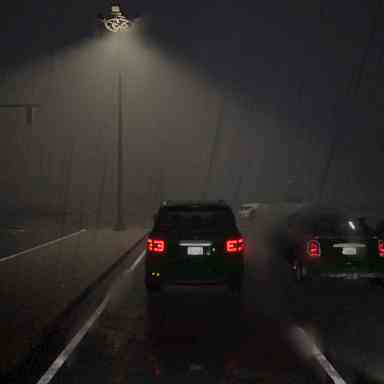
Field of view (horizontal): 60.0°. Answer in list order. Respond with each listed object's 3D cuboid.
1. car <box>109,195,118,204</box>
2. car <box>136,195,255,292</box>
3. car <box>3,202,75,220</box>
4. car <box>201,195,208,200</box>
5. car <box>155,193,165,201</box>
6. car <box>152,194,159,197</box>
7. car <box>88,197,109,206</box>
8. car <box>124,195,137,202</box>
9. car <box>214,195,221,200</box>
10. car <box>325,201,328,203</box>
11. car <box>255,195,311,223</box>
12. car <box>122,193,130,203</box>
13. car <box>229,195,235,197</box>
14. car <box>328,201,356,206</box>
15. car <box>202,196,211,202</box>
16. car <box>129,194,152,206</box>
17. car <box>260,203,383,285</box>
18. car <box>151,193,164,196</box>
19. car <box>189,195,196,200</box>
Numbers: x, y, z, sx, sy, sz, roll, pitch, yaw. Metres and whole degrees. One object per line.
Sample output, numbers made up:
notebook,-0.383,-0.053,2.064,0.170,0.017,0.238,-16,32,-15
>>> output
car,-15.140,1.601,61.991,1.895,1.301,4.718,0,0,0
car,0.067,1.221,9.075,2.150,2.045,5.566,0,0,0
car,-12.708,1.547,27.861,5.357,1.411,2.033,0,0,-3
car,3.623,1.540,95.489,2.033,1.411,5.357,0,0,1
car,-8.085,1.210,84.225,2.150,2.045,5.566,0,0,0
car,-8.141,1.547,62.932,2.033,1.411,5.357,0,0,1
car,-15.162,1.564,53.238,1.994,1.385,4.181,0,0,0
car,-15.104,1.525,81.988,2.128,1.511,4.902,0,0,0
car,7.024,1.500,91.386,1.837,1.490,4.892,0,0,1
car,9.149,1.601,29.530,4.718,1.301,1.895,0,0,9
car,6.397,1.220,25.376,5.566,2.045,2.150,0,0,-2
car,-15.099,1.225,71.887,2.150,2.045,5.566,0,0,0
car,7.003,1.352,60.921,2.097,1.767,4.553,0,0,0
car,15.072,1.601,36.246,4.718,1.301,1.895,0,0,3
car,3.394,1.595,78.664,1.895,1.301,4.718,0,0,0
car,-8.166,1.491,53.185,2.128,1.511,4.902,0,0,0
car,3.566,1.352,9.645,2.097,1.767,4.553,0,0,0
car,-8.101,1.225,73.453,2.150,2.045,5.566,0,0,0
car,0.120,1.595,95.391,1.895,1.301,4.718,0,0,1
